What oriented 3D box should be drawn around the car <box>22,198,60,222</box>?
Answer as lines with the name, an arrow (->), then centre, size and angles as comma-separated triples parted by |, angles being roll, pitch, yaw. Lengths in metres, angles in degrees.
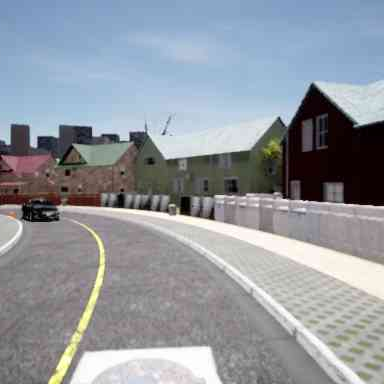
car -> -10.889, 1.249, 23.825 | 1.837, 1.490, 4.892 | 0, 0, -36
